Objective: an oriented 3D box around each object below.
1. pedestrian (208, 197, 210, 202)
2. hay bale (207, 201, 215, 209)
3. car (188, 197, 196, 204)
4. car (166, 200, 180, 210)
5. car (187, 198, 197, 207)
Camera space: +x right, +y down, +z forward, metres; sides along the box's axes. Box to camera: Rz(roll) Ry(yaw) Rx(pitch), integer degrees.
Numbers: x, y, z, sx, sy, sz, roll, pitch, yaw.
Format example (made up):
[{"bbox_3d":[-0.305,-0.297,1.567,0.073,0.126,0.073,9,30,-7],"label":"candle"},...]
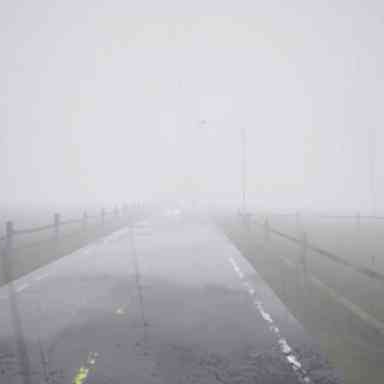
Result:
[{"bbox_3d":[2.806,1.794,55.126,0.375,1.860,0.375,1,-1,-2],"label":"pedestrian"},{"bbox_3d":[3.099,2.122,54.017,1.220,1.180,1.240,-1,-1,0],"label":"hay bale"},{"bbox_3d":[-0.027,2.053,79.431,1.882,1.535,5.008,0,-1,0],"label":"car"},{"bbox_3d":[-2.847,1.922,49.937,2.128,1.511,4.902,0,-1,0],"label":"car"},{"bbox_3d":[0.003,2.170,64.940,1.895,1.301,4.718,0,-1,0],"label":"car"}]
